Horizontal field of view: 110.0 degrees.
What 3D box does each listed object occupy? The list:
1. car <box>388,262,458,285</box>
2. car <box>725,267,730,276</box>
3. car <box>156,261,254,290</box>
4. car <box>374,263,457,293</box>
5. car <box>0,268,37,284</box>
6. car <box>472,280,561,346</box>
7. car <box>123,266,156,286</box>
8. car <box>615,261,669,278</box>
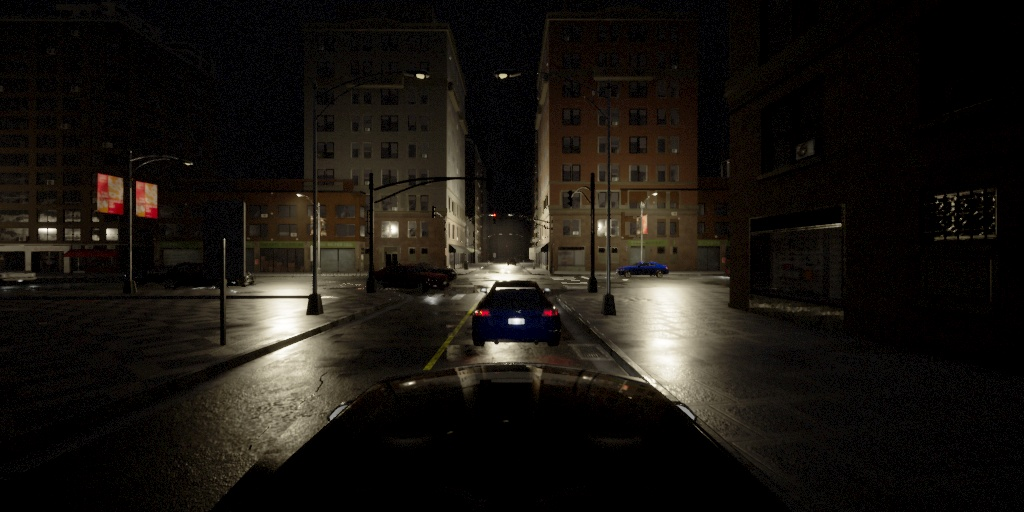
[{"bbox_3d":[-6.659,1.258,26.966,4.902,1.511,2.128,0,0,-14],"label":"car"},{"bbox_3d":[21.876,1.222,32.809,4.181,1.385,1.994,0,0,-1],"label":"car"},{"bbox_3d":[-19.006,1.168,22.651,4.553,1.767,2.097,0,0,0],"label":"car"},{"bbox_3d":[-5.899,1.240,20.843,5.008,1.535,1.882,0,-1,27],"label":"car"},{"bbox_3d":[-37.599,1.479,25.822,4.718,1.301,1.895,0,0,0],"label":"car"},{"bbox_3d":[0.096,1.314,9.387,1.994,1.385,4.181,0,0,0],"label":"car"},{"bbox_3d":[-24.641,1.385,25.873,5.357,1.411,2.033,0,0,0],"label":"car"},{"bbox_3d":[11.856,1.218,32.753,4.674,1.442,1.812,0,0,0],"label":"car"}]
